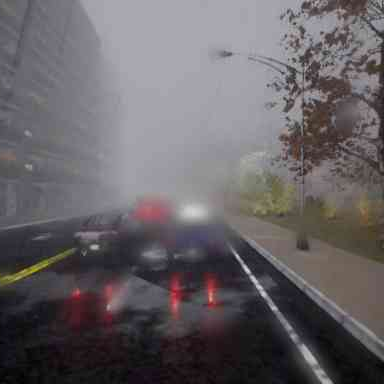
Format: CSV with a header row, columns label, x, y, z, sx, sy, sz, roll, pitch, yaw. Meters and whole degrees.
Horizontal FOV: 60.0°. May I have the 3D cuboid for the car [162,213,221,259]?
label,x,y,z,sx,sy,sz,roll,pitch,yaw
car,0.065,1.732,13.122,1.895,1.301,4.718,0,-1,1

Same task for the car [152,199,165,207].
label,x,y,z,sx,sy,sz,roll,pitch,yaw
car,-6.471,2.154,64.544,2.128,1.511,4.902,0,-1,-1

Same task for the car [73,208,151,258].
label,x,y,z,sx,sy,sz,roll,pitch,yaw
car,-3.181,1.627,13.404,2.128,1.511,4.902,0,0,1

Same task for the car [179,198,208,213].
label,x,y,z,sx,sy,sz,roll,pitch,yaw
car,0.144,1.500,27.447,2.150,2.045,5.566,0,0,1

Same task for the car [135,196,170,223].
label,x,y,z,sx,sy,sz,roll,pitch,yaw
car,-3.105,1.500,27.479,2.150,2.045,5.566,0,0,1

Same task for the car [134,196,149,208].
label,x,y,z,sx,sy,sz,roll,pitch,yaw
car,-9.706,1.881,64.727,2.150,2.045,5.566,0,0,-1
